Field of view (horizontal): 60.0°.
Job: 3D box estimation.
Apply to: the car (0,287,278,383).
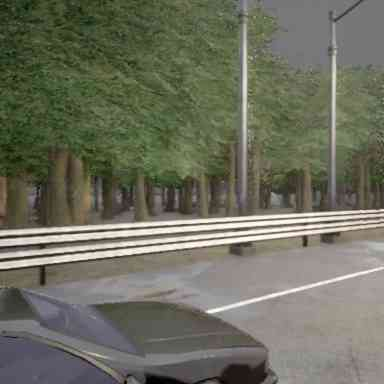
[{"bbox_3d":[-1.772,1.544,2.467,5.357,1.411,2.033,0,0,-35],"label":"car"}]
